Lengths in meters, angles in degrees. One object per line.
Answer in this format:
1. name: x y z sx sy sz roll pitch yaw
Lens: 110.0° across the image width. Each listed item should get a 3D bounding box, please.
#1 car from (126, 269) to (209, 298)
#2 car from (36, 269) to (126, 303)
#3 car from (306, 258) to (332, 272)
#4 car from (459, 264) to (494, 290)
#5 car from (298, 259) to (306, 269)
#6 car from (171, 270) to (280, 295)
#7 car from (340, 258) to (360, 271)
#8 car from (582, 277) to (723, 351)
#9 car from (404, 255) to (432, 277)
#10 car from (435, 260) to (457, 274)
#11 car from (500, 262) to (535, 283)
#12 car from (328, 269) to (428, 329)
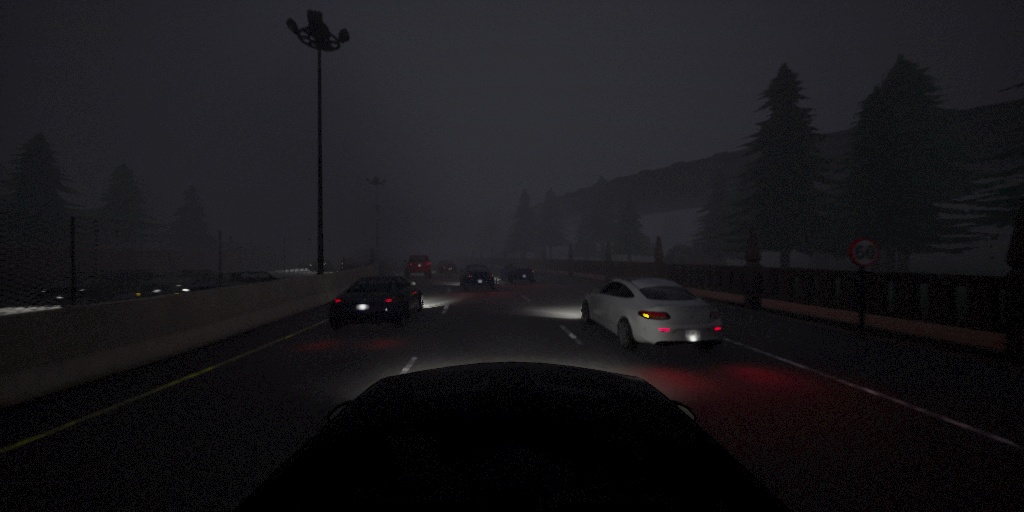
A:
1. car: -15.733 1.324 17.479 1.994 1.385 4.181 0 0 -11
2. car: -19.217 1.322 17.446 2.033 1.411 5.357 0 0 -11
3. car: -24.675 1.049 46.300 2.097 1.767 4.553 0 0 -19
4. car: -2.205 1.214 22.069 1.812 1.442 4.674 0 0 -11
5. car: -31.911 1.187 55.909 2.128 1.511 4.902 0 0 -20
6. car: -11.837 1.351 15.624 1.895 1.301 4.718 0 0 -9
7. car: -21.601 1.031 47.957 2.097 1.767 4.553 0 0 -20
8. car: 3.124 1.238 8.831 1.812 1.442 4.674 0 0 -4
9. car: -8.742 0.898 33.231 2.150 2.045 5.566 0 0 -18
10. car: -7.263 1.174 39.599 1.812 1.442 4.674 0 0 -19
11. car: 0.318 1.188 26.739 1.812 1.442 4.674 0 0 -13
12. car: -4.088 1.297 11.364 1.994 1.385 4.181 0 0 -5
